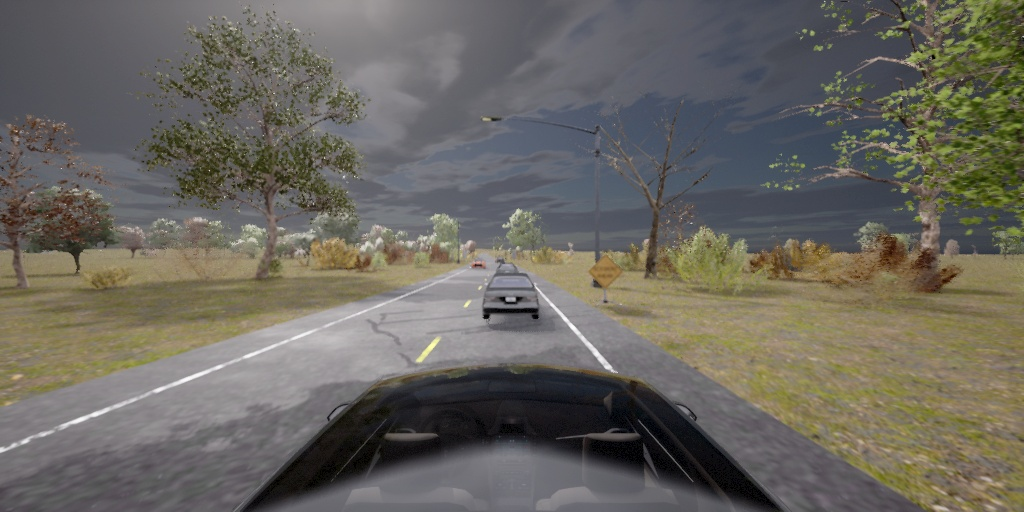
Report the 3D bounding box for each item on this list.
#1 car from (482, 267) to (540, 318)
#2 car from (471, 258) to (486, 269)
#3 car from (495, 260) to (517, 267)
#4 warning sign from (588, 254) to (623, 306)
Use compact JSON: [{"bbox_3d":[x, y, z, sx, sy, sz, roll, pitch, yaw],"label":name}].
[{"bbox_3d":[-0.041,1.297,12.875,2.033,1.411,5.357,0,0,0],"label":"car"},{"bbox_3d":[-5.114,1.065,55.126,2.097,1.767,4.553,0,0,-3],"label":"car"},{"bbox_3d":[-0.459,1.302,32.289,1.994,1.385,4.181,0,0,-2],"label":"car"},{"bbox_3d":[3.465,0.864,13.362,1.300,1.860,1.060,0,0,-1],"label":"warning sign"}]
